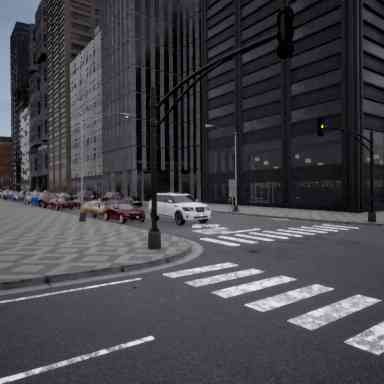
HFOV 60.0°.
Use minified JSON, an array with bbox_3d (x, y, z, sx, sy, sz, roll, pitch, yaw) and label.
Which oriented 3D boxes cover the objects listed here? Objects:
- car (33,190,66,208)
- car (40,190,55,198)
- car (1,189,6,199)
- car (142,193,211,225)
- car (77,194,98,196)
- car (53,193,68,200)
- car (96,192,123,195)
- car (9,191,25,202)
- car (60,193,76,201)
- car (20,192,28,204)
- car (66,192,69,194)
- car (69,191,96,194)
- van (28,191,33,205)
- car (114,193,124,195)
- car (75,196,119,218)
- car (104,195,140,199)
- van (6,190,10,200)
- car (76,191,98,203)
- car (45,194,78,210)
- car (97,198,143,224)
[{"bbox_3d":[-18.152,0.996,42.258,2.192,1.841,5.009,0,1,-36],"label":"car"},{"bbox_3d":[-34.359,0.510,79.133,2.192,1.841,5.009,0,1,-36],"label":"car"},{"bbox_3d":[-37.962,0.665,69.580,2.192,1.841,5.009,0,1,-36],"label":"car"},{"bbox_3d":[-1.036,1.085,23.331,2.150,2.045,5.566,-1,1,-36],"label":"car"},{"bbox_3d":[-12.935,1.259,39.778,1.994,1.385,4.181,-1,1,-35],"label":"car"},{"bbox_3d":[-27.757,0.855,70.029,1.887,1.381,4.507,0,1,-36],"label":"car"},{"bbox_3d":[-11.249,0.899,47.260,2.192,1.841,5.009,0,1,-36],"label":"car"},{"bbox_3d":[-31.359,0.904,60.474,1.967,1.590,4.097,0,1,-36],"label":"car"},{"bbox_3d":[-24.455,0.949,65.476,1.802,1.307,4.206,0,1,-36],"label":"car"},{"bbox_3d":[-24.757,1.126,51.368,2.008,1.369,4.403,0,1,-36],"label":"car"},{"bbox_3d":[-21.857,0.831,57.332,2.097,1.767,4.553,-1,1,-36],"label":"car"},{"bbox_3d":[-15.678,0.799,48.877,2.150,2.045,5.566,-1,1,-38],"label":"car"},{"bbox_3d":[-21.454,0.970,46.813,1.690,1.788,3.998,0,1,-36],"label":"van"},{"bbox_3d":[-7.948,1.200,42.709,1.947,1.339,4.313,0,1,-36],"label":"car"},{"bbox_3d":[-8.148,1.353,28.461,1.752,1.417,4.829,0,1,-36],"label":"car"},{"bbox_3d":[-7.045,1.328,31.630,2.033,1.411,5.357,-1,1,-35],"label":"car"},{"bbox_3d":[-34.660,0.748,65.026,1.690,1.788,3.998,0,1,-36],"label":"van"},{"bbox_3d":[-17.851,0.794,56.367,2.192,1.841,5.009,0,1,-36],"label":"car"},{"bbox_3d":[-14.851,1.275,37.706,1.887,1.381,4.507,0,1,-36],"label":"car"},{"bbox_3d":[-4.945,1.416,24.045,1.887,1.381,4.507,0,1,-36],"label":"car"}]
